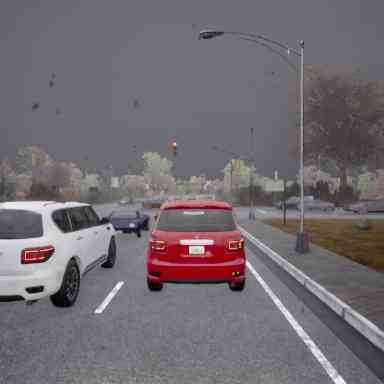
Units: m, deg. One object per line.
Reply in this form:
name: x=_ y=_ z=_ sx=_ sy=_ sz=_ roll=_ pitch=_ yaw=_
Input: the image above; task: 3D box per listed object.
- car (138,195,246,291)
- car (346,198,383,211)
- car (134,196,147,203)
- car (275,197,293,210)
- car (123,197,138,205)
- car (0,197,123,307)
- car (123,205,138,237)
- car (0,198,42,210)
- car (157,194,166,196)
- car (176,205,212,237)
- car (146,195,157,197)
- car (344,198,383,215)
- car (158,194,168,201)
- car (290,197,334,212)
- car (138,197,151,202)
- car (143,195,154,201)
car: x=0.091 y=1.221 z=9.153 sx=2.150 sy=2.045 sz=5.566 roll=0 pitch=0 yaw=0
car: x=21.732 y=1.498 z=40.588 sx=4.892 sy=1.490 sz=1.837 roll=0 pitch=0 yaw=3
car: x=-10.550 y=1.599 z=68.488 sx=1.895 sy=1.301 sz=4.718 roll=0 pitch=0 yaw=0
car: x=12.602 y=1.352 z=41.081 sx=4.553 sy=1.767 sz=2.097 roll=0 pitch=0 yaw=3
car: x=-10.666 y=1.491 z=54.075 sx=2.128 sy=1.511 sz=4.902 roll=0 pitch=0 yaw=2
car: x=-3.406 y=1.221 z=8.092 sx=2.150 sy=2.045 sz=5.566 roll=0 pitch=0 yaw=0
car: x=-3.412 y=1.601 z=17.860 sx=1.895 sy=1.301 sz=4.718 roll=0 pitch=0 yaw=0
car: x=-22.144 y=1.547 z=42.419 sx=5.357 sy=1.411 sz=2.033 roll=0 pitch=0 yaw=11
car: x=-7.050 y=1.352 z=69.231 sx=2.097 sy=1.767 sz=4.553 roll=0 pitch=0 yaw=0
car: x=0.087 y=1.526 z=18.847 sx=1.812 sy=1.442 sz=4.674 roll=0 pitch=0 yaw=0
car: x=-7.130 y=1.601 z=54.719 sx=1.895 sy=1.301 sz=4.718 roll=0 pitch=0 yaw=0
car: x=18.270 y=1.545 z=33.529 sx=5.357 sy=1.411 sz=2.033 roll=0 pitch=0 yaw=3
car: x=-7.059 y=1.355 z=81.300 sx=2.097 sy=1.767 sz=4.553 roll=0 pitch=0 yaw=0
car: x=13.750 y=1.564 z=37.511 sx=4.181 sy=1.385 sz=1.994 roll=0 pitch=0 yaw=3
car: x=-5.021 y=1.601 z=42.304 sx=1.895 sy=1.301 sz=4.718 roll=0 pitch=0 yaw=-24
car: x=-10.559 y=1.552 z=81.277 sx=1.994 sy=1.385 sz=4.181 roll=0 pitch=0 yaw=0
